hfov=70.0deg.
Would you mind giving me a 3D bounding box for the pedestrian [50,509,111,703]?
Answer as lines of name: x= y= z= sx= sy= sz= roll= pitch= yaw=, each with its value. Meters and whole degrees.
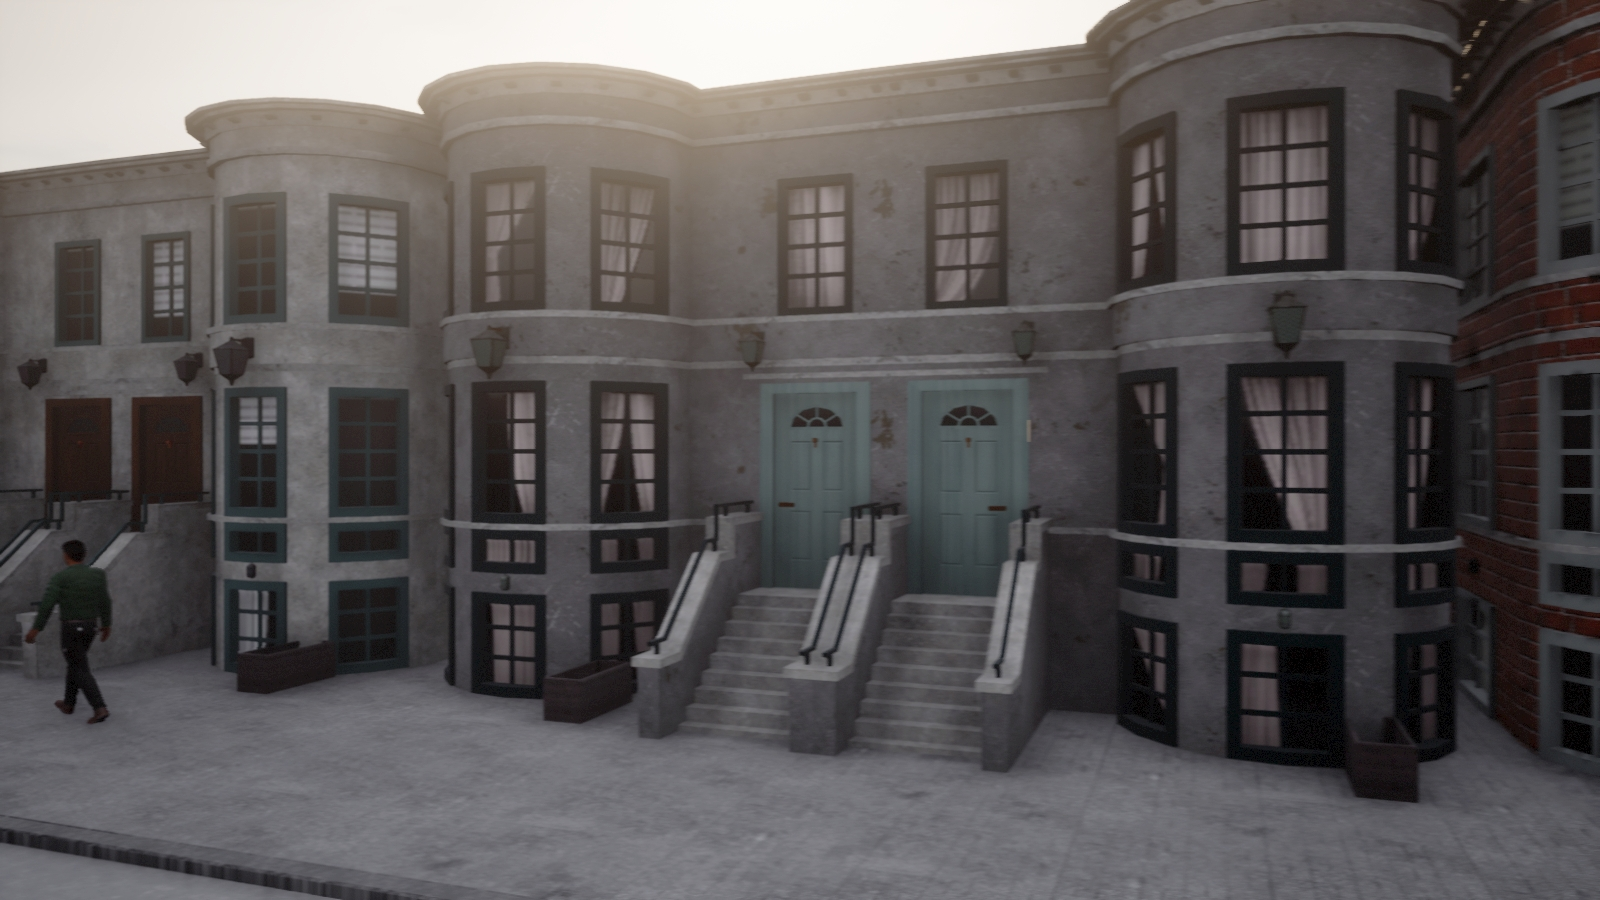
pedestrian: x=-7.131 y=1.526 z=11.329 sx=0.375 sy=1.860 sz=0.375 roll=0 pitch=0 yaw=31
